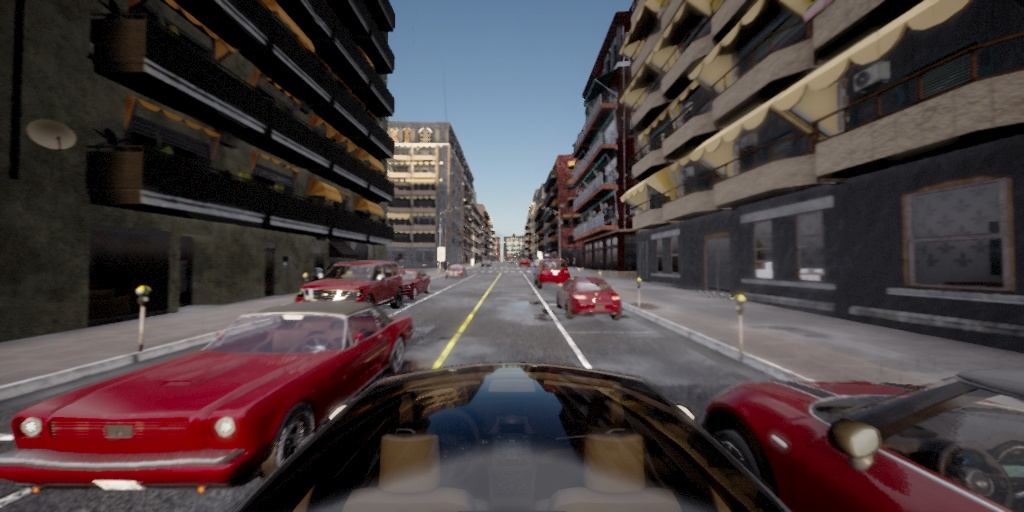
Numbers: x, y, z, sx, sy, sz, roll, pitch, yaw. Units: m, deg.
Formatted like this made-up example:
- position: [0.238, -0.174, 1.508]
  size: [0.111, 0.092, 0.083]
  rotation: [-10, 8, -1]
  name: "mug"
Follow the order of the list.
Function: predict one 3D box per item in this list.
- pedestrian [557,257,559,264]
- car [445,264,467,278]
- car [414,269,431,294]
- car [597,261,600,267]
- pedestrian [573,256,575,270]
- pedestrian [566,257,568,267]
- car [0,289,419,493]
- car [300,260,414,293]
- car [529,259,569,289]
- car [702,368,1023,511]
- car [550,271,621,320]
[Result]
- position: [6.014, 1.016, 46.998]
  size: [0.375, 1.860, 0.375]
  rotation: [1, -1, 0]
  name: "pedestrian"
- position: [-5.312, 1.422, 34.643]
  size: [1.802, 1.307, 4.207]
  rotation: [0, 0, 0]
  name: "car"
- position: [-5.313, 1.331, 18.050]
  size: [1.888, 1.381, 4.507]
  rotation: [0, 0, 0]
  name: "car"
- position: [13.749, 1.337, 52.473]
  size: [4.403, 1.370, 2.007]
  rotation: [0, 0, 0]
  name: "car"
- position: [8.014, 0.906, 46.400]
  size: [0.375, 1.860, 0.375]
  rotation: [1, -1, 0]
  name: "pedestrian"
- position: [7.014, 0.983, 45.798]
  size: [0.375, 1.860, 0.375]
  rotation: [1, -1, 0]
  name: "pedestrian"
- position: [-2.850, 1.356, 4.805]
  size: [1.895, 1.301, 4.718]
  rotation: [0, 0, 0]
  name: "car"
- position: [-5.314, 1.087, 12.519]
  size: [2.192, 1.841, 5.009]
  rotation: [0, 0, 0]
  name: "car"
- position: [2.535, 1.117, 23.525]
  size: [2.192, 1.841, 5.009]
  rotation: [0, 0, 0]
  name: "car"
- position: [2.533, 1.189, 1.400]
  size: [1.967, 1.591, 4.097]
  rotation: [0, 0, 0]
  name: "car"
- position: [2.535, 1.354, 12.463]
  size: [1.802, 1.307, 4.207]
  rotation: [0, 0, 0]
  name: "car"
